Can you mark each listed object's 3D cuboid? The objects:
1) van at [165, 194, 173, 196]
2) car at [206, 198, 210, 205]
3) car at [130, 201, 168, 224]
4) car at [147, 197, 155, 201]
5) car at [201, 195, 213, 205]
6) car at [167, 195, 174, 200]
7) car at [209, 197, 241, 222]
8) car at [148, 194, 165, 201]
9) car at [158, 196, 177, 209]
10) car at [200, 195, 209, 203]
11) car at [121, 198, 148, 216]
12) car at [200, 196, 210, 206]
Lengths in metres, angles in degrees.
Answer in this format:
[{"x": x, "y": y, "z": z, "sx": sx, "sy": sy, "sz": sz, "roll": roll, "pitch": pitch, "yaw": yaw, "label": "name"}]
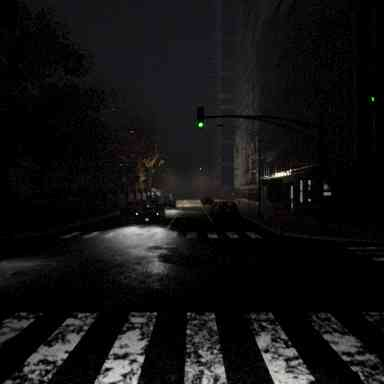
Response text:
[{"x": -5.710, "y": 1.302, "z": 77.569, "sx": 1.690, "sy": 1.788, "sz": 3.998, "roll": 0, "pitch": 0, "yaw": 0, "label": "van"}, {"x": 2.682, "y": 1.563, "z": 32.109, "sx": 1.947, "sy": 1.339, "sz": 4.313, "roll": 0, "pitch": 0, "yaw": 0, "label": "car"}, {"x": -3.109, "y": 1.599, "z": 25.205, "sx": 1.895, "sy": 1.301, "sz": 4.718, "roll": 0, "pitch": 0, "yaw": 0, "label": "car"}, {"x": -5.700, "y": 1.548, "z": 37.786, "sx": 2.008, "sy": 1.369, "sz": 4.403, "roll": 0, "pitch": 0, "yaw": 0, "label": "car"}, {"x": 2.675, "y": 1.426, "z": 60.514, "sx": 1.967, "sy": 1.590, "sz": 4.097, "roll": 0, "pitch": 0, "yaw": 0, "label": "car"}, {"x": -5.715, "y": 1.519, "z": 88.935, "sx": 1.802, "sy": 1.307, "sz": 4.206, "roll": 0, "pitch": 0, "yaw": 0, "label": "car"}, {"x": 2.685, "y": 1.438, "z": 26.428, "sx": 1.967, "sy": 1.590, "sz": 4.097, "roll": 0, "pitch": 0, "yaw": 0, "label": "car"}, {"x": -5.703, "y": 1.309, "z": 49.153, "sx": 2.192, "sy": 1.841, "sz": 5.009, "roll": 0, "pitch": 0, "yaw": 0, "label": "car"}, {"x": -3.106, "y": 1.597, "z": 44.913, "sx": 1.895, "sy": 1.301, "sz": 4.718, "roll": 0, "pitch": 0, "yaw": 0, "label": "car"}, {"x": 2.671, "y": 1.496, "z": 72.050, "sx": 1.752, "sy": 1.417, "sz": 4.829, "roll": 0, "pitch": 0, "yaw": 0, "label": "car"}, {"x": -5.698, "y": 1.542, "z": 32.104, "sx": 1.887, "sy": 1.381, "sz": 4.507, "roll": 0, "pitch": 0, "yaw": 0, "label": "car"}, {"x": 2.676, "y": 1.557, "z": 54.833, "sx": 1.947, "sy": 1.339, "sz": 4.313, "roll": 0, "pitch": 0, "yaw": 0, "label": "car"}]
